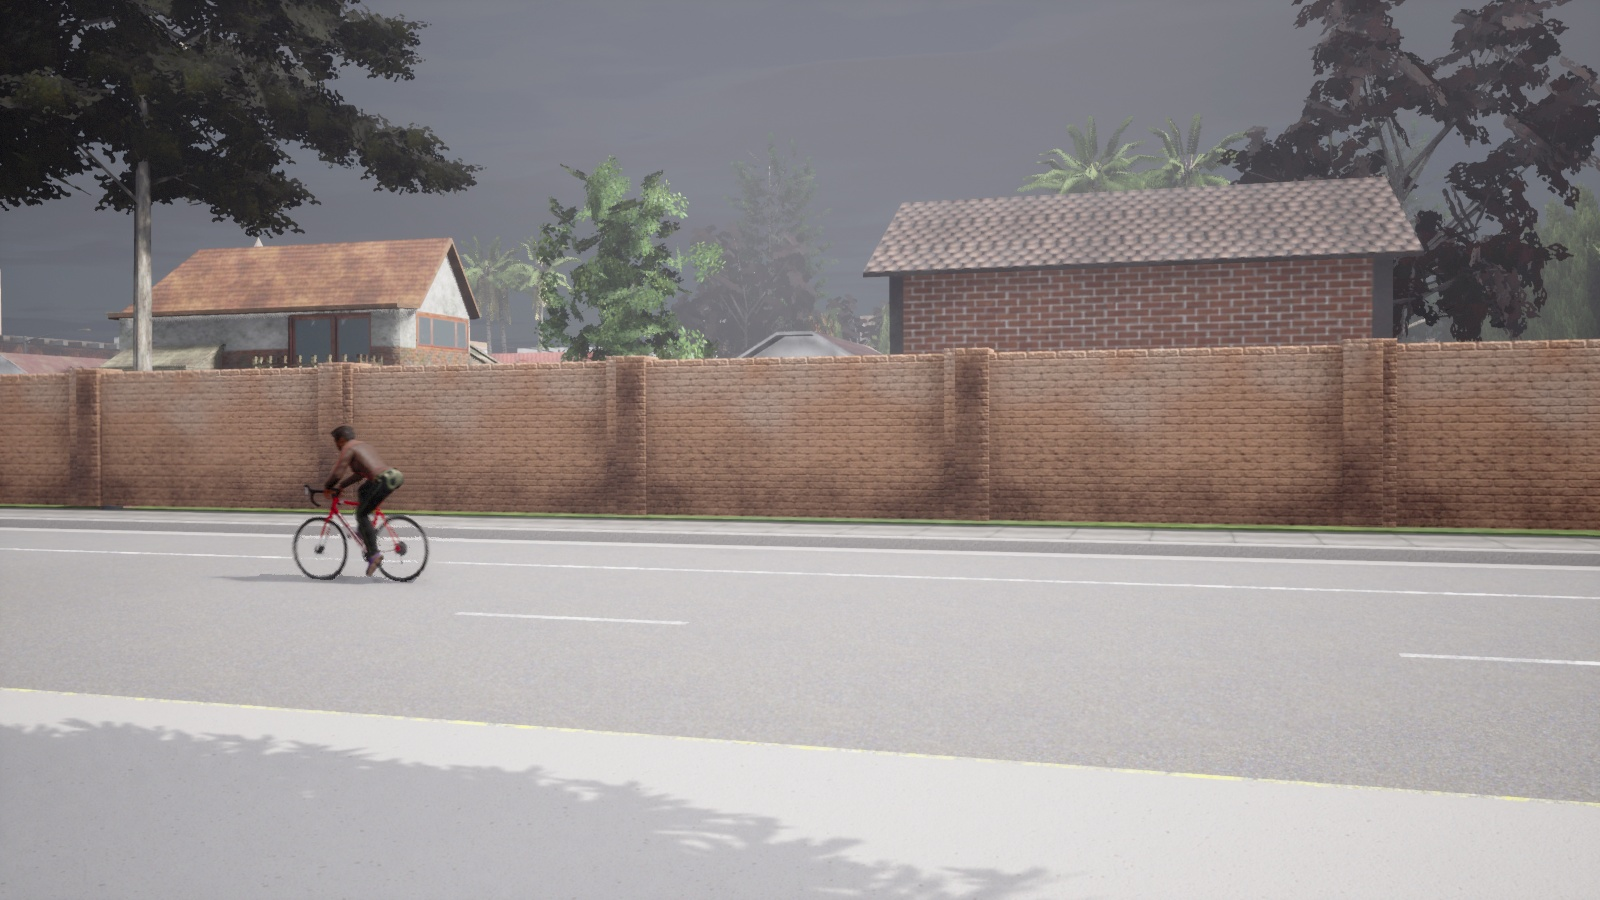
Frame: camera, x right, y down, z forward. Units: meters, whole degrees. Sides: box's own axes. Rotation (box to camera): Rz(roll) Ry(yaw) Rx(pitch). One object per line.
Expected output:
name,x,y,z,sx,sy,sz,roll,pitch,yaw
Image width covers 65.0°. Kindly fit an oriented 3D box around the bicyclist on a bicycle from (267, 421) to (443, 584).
bicyclist on a bicycle,-4.590,0.533,12.970,1.656,1.620,0.582,-1,1,17
